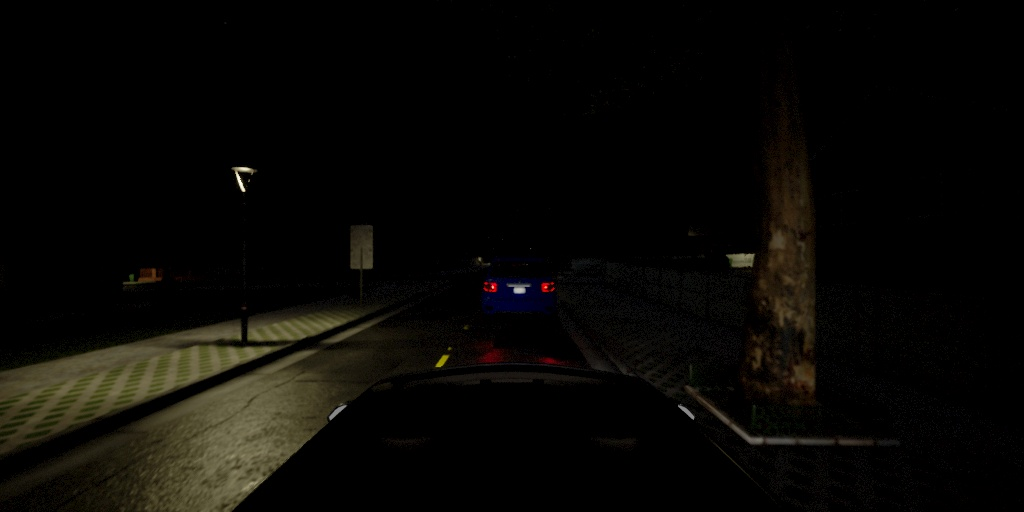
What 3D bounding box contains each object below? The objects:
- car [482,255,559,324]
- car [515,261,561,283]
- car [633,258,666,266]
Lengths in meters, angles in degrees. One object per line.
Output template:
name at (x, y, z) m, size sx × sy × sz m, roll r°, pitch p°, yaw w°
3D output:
car at (0.231, 0.981, 12.171) m, size 2.150 × 2.045 × 5.566 m, roll 0°, pitch 0°, yaw 1°
car at (2.173, 1.251, 28.724) m, size 1.994 × 1.385 × 4.181 m, roll -1°, pitch 2°, yaw 30°
car at (13.698, 0.860, 33.949) m, size 5.357 × 1.411 × 2.033 m, roll -2°, pitch 0°, yaw 0°
